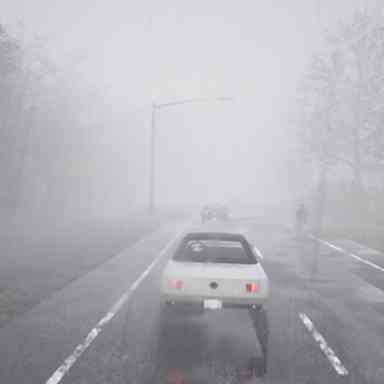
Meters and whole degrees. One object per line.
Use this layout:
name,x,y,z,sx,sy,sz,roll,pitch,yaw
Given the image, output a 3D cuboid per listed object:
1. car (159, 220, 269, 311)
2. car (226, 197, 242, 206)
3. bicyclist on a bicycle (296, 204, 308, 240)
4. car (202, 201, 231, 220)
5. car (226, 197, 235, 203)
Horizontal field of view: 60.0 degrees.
car,0.521,1.602,7.823,1.895,1.301,4.718,1,0,4
car,7.443,1.665,57.174,1.994,1.385,4.181,1,0,4
bicyclist on a bicycle,5.527,1.477,16.854,0.659,1.776,1.843,1,0,4
car,1.769,1.608,25.884,1.895,1.301,4.718,1,0,4
car,8.471,1.700,73.495,1.895,1.301,4.718,1,0,4
